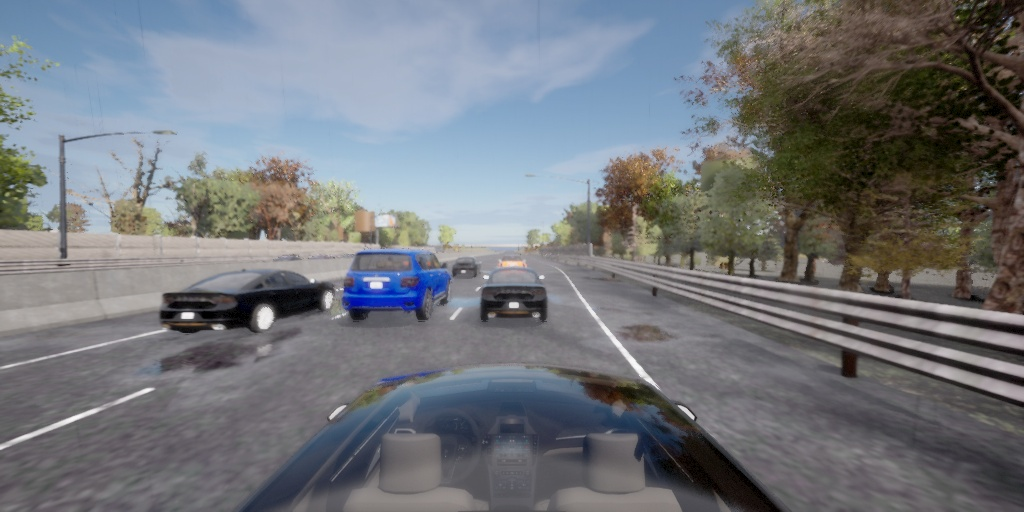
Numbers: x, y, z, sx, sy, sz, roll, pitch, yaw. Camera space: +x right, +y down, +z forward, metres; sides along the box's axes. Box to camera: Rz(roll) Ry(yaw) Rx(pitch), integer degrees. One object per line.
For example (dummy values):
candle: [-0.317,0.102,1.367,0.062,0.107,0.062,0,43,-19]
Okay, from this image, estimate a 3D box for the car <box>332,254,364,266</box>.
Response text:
car: [-21.175,0.519,46.552,1.837,1.490,4.892,0,0,0]

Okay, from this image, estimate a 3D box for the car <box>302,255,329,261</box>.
car: [-24.672,0.579,46.406,1.994,1.385,4.181,0,1,0]

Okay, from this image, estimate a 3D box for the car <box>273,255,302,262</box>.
car: [-28.148,0.596,45.307,1.994,1.385,4.181,0,1,0]

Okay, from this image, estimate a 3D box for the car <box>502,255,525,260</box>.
car: [0.025,0.669,27.531,2.097,1.767,4.553,0,1,0]

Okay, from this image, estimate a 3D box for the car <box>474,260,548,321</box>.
car: [0.060,1.059,11.637,1.882,1.535,5.008,0,1,0]

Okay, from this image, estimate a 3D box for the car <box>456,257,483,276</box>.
car: [-3.472,0.812,28.057,1.837,1.490,4.892,0,1,0]

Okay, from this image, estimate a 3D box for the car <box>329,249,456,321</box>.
car: [-3.439,0.800,11.784,2.150,2.045,5.566,0,1,0]

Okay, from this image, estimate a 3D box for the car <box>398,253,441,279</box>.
car: [-6.974,0.669,27.545,2.097,1.767,4.553,0,1,0]

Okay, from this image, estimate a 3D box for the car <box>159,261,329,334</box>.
car: [-6.942,1.085,10.158,1.882,1.535,5.008,0,1,0]
